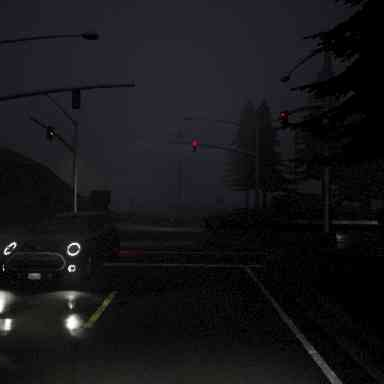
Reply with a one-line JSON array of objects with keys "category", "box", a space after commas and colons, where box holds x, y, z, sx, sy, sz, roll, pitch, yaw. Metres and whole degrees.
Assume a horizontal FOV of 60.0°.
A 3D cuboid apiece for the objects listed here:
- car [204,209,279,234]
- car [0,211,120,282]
[{"category": "car", "box": [3.271, 1.861, 22.088, 4.902, 1.511, 2.128, 2, 0, 16]}, {"category": "car", "box": [-3.677, 1.427, 10.110, 2.097, 1.767, 4.553, 0, -1, 1]}]
